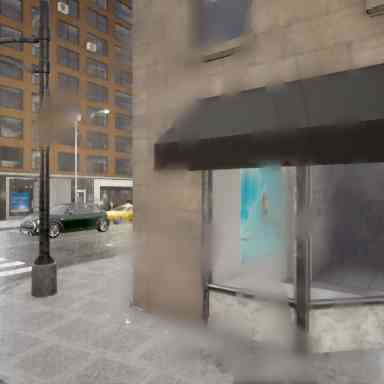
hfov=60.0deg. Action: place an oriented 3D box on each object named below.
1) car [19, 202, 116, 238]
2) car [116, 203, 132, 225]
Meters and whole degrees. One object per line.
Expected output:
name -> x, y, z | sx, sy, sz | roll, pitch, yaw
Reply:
car -> -6.709, 1.366, 17.871 | 2.097, 1.767, 4.553 | 0, 0, 36
car -> -4.907, 1.548, 24.696 | 1.752, 1.417, 4.829 | 0, 0, 36
